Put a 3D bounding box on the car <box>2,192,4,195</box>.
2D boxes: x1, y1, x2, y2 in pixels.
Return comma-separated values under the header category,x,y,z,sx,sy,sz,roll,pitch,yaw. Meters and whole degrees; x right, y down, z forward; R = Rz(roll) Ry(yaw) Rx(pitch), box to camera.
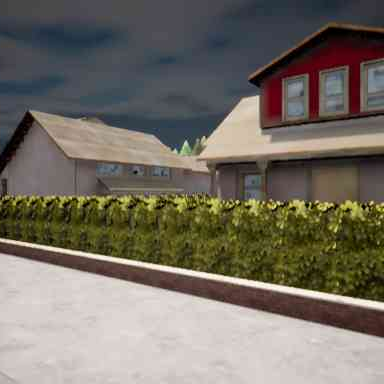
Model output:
category,x,y,z,sx,sy,sz,roll,pitch,yaw
car,-42.144,0.951,76.312,3.866,1.878,1.905,0,0,36
